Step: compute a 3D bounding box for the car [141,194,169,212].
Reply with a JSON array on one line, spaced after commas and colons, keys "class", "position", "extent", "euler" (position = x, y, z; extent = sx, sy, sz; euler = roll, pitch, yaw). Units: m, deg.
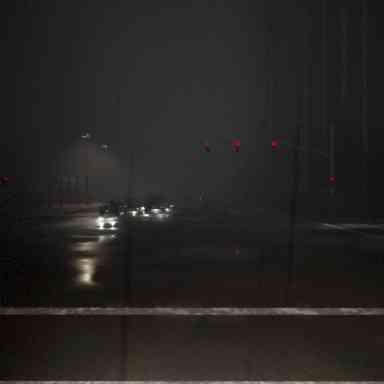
[{"class": "car", "position": [-4.176, 1.221, 38.508], "extent": [2.150, 2.045, 5.566], "euler": [0, 0, -1]}]

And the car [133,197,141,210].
[{"class": "car", "position": [-7.714, 1.478, 42.178], "extent": [1.882, 1.535, 5.008], "euler": [0, 0, -1]}]

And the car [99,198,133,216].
[{"class": "car", "position": [-7.696, 1.491, 32.875], "extent": [2.128, 1.511, 4.902], "euler": [0, 0, 2]}]

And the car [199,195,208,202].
[{"class": "car", "position": [2.564, 1.524, 75.187], "extent": [1.812, 1.442, 4.674], "euler": [0, 0, -1]}]

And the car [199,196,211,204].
[{"class": "car", "position": [2.765, 1.491, 64.803], "extent": [2.128, 1.511, 4.902], "euler": [0, 0, -1]}]

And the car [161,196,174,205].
[{"class": "car", "position": [-4.354, 1.477, 59.271], "extent": [1.882, 1.535, 5.008], "euler": [0, 0, 0]}]

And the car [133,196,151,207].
[{"class": "car", "position": [-7.809, 1.491, 52.562], "extent": [2.128, 1.511, 4.902], "euler": [0, 0, -1]}]

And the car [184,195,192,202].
[{"class": "car", "position": [-0.938, 1.478, 75.392], "extent": [1.882, 1.535, 5.008], "euler": [0, 0, -1]}]

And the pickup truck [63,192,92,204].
[{"class": "pickup truck", "position": [-20.910, 1.059, 60.027], "extent": [2.390, 2.098, 6.274], "euler": [0, 0, 30]}]

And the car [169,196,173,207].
[{"class": "car", "position": [-4.268, 1.601, 48.455], "extent": [1.895, 1.301, 4.718], "euler": [0, 0, -1]}]

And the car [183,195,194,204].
[{"class": "car", "position": [-0.741, 1.352, 65.389], "extent": [2.097, 1.767, 4.553], "euler": [0, 0, -1]}]
